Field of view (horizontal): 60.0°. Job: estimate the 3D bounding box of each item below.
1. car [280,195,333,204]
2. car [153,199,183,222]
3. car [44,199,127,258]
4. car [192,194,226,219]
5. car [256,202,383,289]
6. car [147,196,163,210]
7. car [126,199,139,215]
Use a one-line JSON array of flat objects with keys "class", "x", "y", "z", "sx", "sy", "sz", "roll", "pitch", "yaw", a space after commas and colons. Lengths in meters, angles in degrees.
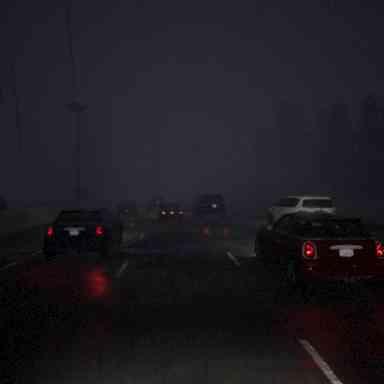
[{"class": "car", "x": 6.086, "y": 1.195, "z": 18.914, "sx": 2.150, "sy": 2.045, "sz": 5.566, "roll": 0, "pitch": 0, "yaw": -5}, {"class": "car", "x": -1.761, "y": 1.525, "z": 26.127, "sx": 2.033, "sy": 1.411, "sz": 5.357, "roll": 0, "pitch": 0, "yaw": -8}, {"class": "car", "x": -3.979, "y": 1.345, "z": 12.937, "sx": 2.097, "sy": 1.767, "sz": 4.553, "roll": 0, "pitch": 0, "yaw": -4}, {"class": "car", "x": 1.384, "y": 1.192, "z": 28.839, "sx": 2.150, "sy": 2.045, "sz": 5.566, "roll": 0, "pitch": 0, "yaw": -8}, {"class": "car", "x": 3.244, "y": 1.339, "z": 9.323, "sx": 2.097, "sy": 1.767, "sz": 4.553, "roll": 0, "pitch": 0, "yaw": -3}, {"class": "car", "x": -4.517, "y": 1.318, "z": 41.885, "sx": 2.097, "sy": 1.767, "sz": 4.553, "roll": 0, "pitch": 0, "yaw": -11}, {"class": "car", "x": -6.319, "y": 1.469, "z": 32.691, "sx": 2.128, "sy": 1.511, "sz": 4.902, "roll": 0, "pitch": 0, "yaw": -9}]
